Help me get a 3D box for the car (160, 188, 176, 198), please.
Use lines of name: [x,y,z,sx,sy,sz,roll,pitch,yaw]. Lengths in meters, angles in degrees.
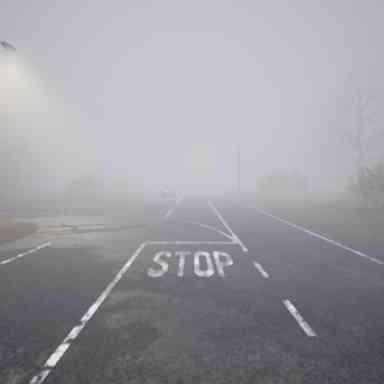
car: [-3.357,0.126,47.626,1.994,1.385,4.181,0,2,0]
